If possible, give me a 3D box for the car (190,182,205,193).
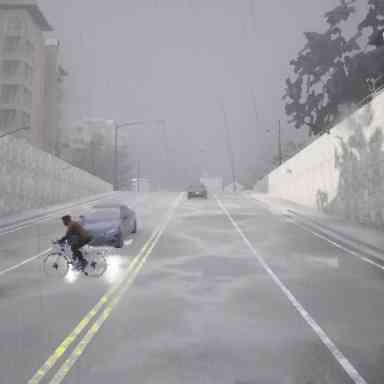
[{"bbox_3d":[0.713,-0.639,44.308,1.895,1.301,4.718,0,2,1],"label":"car"}]

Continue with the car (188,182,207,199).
[{"bbox_3d":[0.564,-0.081,34.270,1.994,1.385,4.181,0,4,1],"label":"car"}]

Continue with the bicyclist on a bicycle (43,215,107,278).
[{"bbox_3d":[-3.021,1.415,8.525,1.656,1.620,0.582,-2,1,1],"label":"bicyclist on a bicycle"}]

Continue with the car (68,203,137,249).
[{"bbox_3d":[-3.438,1.241,13.634,1.812,1.442,4.674,0,4,1],"label":"car"}]
